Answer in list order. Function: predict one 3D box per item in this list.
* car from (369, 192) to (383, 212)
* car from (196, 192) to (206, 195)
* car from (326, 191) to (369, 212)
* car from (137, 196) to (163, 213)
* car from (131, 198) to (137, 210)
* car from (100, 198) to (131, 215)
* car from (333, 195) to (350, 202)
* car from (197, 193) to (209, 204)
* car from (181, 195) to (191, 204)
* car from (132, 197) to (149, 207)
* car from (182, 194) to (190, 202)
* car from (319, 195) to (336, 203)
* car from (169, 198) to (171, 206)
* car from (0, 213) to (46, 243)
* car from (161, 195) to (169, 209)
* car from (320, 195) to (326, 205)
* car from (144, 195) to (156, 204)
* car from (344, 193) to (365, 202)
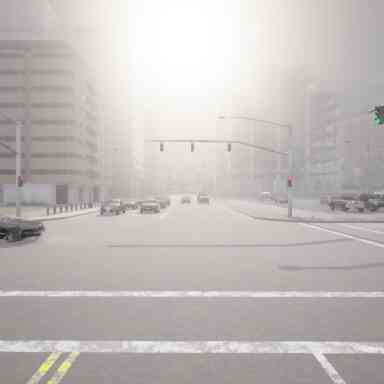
[{"bbox_3d":[19.470,1.156,35.750,1.905,1.878,3.866,0,0,0],"label":"car"},{"bbox_3d":[2.202,1.050,74.466,2.150,2.045,5.566,0,0,0],"label":"car"},{"bbox_3d":[16.575,1.153,35.790,1.932,1.855,4.605,0,0,0],"label":"car"},{"bbox_3d":[-4.584,1.504,36.864,1.837,1.490,4.892,0,0,0],"label":"car"},{"bbox_3d":[-8.130,1.525,43.388,1.812,1.442,4.674,0,0,0],"label":"car"},{"bbox_3d":[-8.061,1.491,34.239,2.128,1.511,4.902,0,0,0],"label":"car"},{"bbox_3d":[30.680,1.363,68.373,1.784,1.438,3.905,0,0,0],"label":"car"},{"bbox_3d":[2.284,1.477,64.662,1.882,1.535,5.008,0,0,0],"label":"car"},{"bbox_3d":[-1.222,1.600,65.336,1.895,1.301,4.718,0,0,0],"label":"car"},{"bbox_3d":[-8.217,1.563,53.383,1.994,1.385,4.181,0,0,-1],"label":"car"},{"bbox_3d":[-1.298,1.303,74.407,1.882,1.535,5.008,0,0,0],"label":"car"},{"bbox_3d":[27.785,1.394,68.360,1.970,1.475,3.806,0,0,0],"label":"car"},{"bbox_3d":[-4.727,1.351,55.923,2.097,1.767,4.553,0,0,0],"label":"car"},{"bbox_3d":[-9.619,1.547,15.045,5.357,1.411,2.033,0,0,-15],"label":"car"},{"bbox_3d":[-4.658,1.351,46.007,2.097,1.767,4.553,0,0,-1],"label":"car"},{"bbox_3d":[22.090,1.395,53.230,1.970,1.475,3.806,0,0,0],"label":"car"},{"bbox_3d":[-8.253,1.476,65.550,1.882,1.535,5.008,0,0,0],"label":"car"},{"bbox_3d":[33.363,1.152,68.436,1.932,1.855,4.605,0,0,0],"label":"car"}]
